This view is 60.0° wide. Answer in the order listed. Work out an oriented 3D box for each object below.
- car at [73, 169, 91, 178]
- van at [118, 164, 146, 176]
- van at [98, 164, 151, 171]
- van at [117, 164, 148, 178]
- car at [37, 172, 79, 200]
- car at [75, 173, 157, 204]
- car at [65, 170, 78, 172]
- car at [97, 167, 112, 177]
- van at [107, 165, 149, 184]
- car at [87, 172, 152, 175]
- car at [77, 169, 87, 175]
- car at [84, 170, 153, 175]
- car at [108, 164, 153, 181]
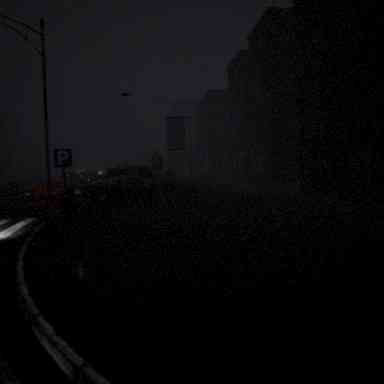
[{"bbox_3d":[-18.251,-3.106,55.381,1.895,1.301,4.718,-2,6,-9],"label":"car"},{"bbox_3d":[-10.380,-3.889,57.680,4.442,1.987,1.878,-4,7,-28],"label":"van"},{"bbox_3d":[-6.014,-1.290,30.830,4.442,1.987,1.878,-4,6,-28],"label":"van"},{"bbox_3d":[-9.255,-3.323,51.806,4.442,1.987,1.878,-4,6,-28],"label":"van"},{"bbox_3d":[-10.119,-0.375,24.990,1.882,1.535,5.008,-2,6,-9],"label":"car"},{"bbox_3d":[-4.734,-0.186,21.807,4.892,1.521,2.231,-4,6,-28],"label":"car"},{"bbox_3d":[-16.721,-2.252,45.442,2.128,1.511,4.902,-2,6,-9],"label":"car"},{"bbox_3d":[-15.381,-3.632,58.613,1.882,1.535,5.008,-2,6,-9],"label":"car"},{"bbox_3d":[-7.604,-2.147,39.701,4.442,1.987,1.878,-4,7,-28],"label":"van"},{"bbox_3d":[-5.185,-0.437,24.806,4.674,1.452,2.002,-4,7,-28],"label":"car"},{"bbox_3d":[-12.826,-1.915,42.179,1.895,1.301,4.718,-2,6,-9],"label":"car"},{"bbox_3d":[-5.812,-0.760,27.708,5.366,1.575,1.946,-4,7,-28],"label":"car"},{"bbox_3d":[-8.407,-2.762,45.768,5.566,2.045,2.435,-4,6,-28],"label":"car"}]
